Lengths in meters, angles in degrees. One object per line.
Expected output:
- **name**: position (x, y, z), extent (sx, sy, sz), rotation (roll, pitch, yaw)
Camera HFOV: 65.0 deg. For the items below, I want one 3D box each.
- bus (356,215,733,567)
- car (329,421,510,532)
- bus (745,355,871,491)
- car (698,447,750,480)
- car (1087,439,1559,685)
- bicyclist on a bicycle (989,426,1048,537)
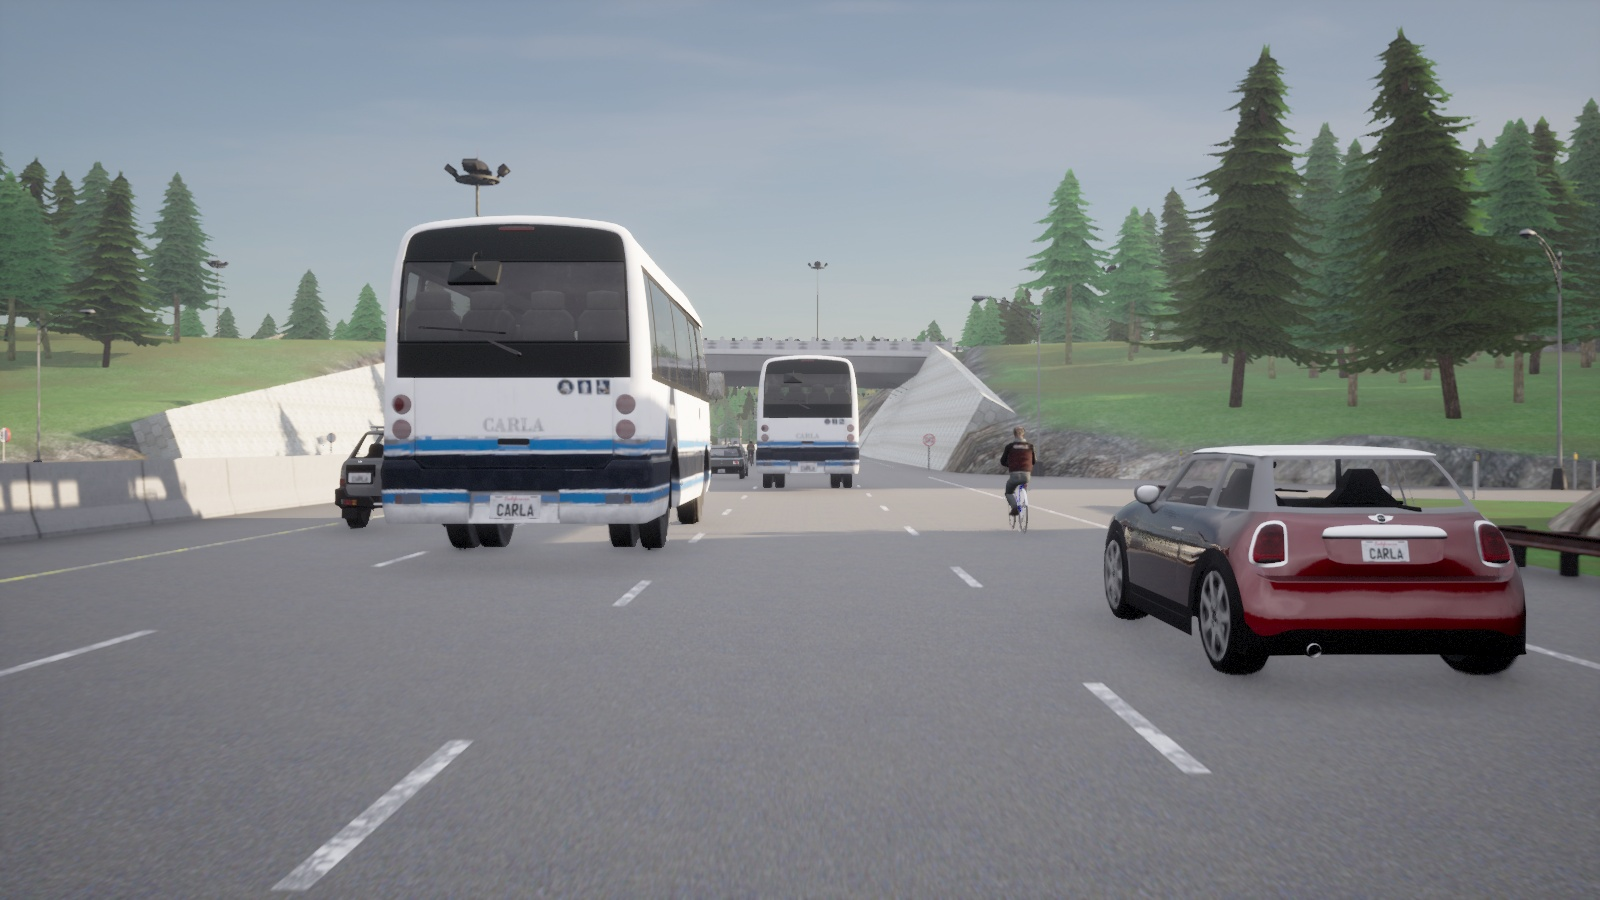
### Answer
- **bus**: position (-3.368, -0.747, 20.328), extent (3.944, 4.253, 10.273), rotation (0, 0, 0)
- **car**: position (-6.853, 0.427, 23.174), extent (1.932, 1.855, 4.605), rotation (0, 0, 0)
- **bus**: position (0.270, -0.881, 44.607), extent (3.944, 4.253, 10.273), rotation (0, 0, 0)
- **car**: position (-3.181, 0.544, 53.307), extent (1.895, 1.301, 4.718), rotation (0, 0, 0)
- **car**: position (3.571, 0.662, 9.434), extent (1.970, 1.475, 3.806), rotation (0, 0, 0)
- **bicyclist on a bicycle**: position (3.635, 0.501, 21.023), extent (0.659, 1.776, 1.843), rotation (0, 1, 0)
